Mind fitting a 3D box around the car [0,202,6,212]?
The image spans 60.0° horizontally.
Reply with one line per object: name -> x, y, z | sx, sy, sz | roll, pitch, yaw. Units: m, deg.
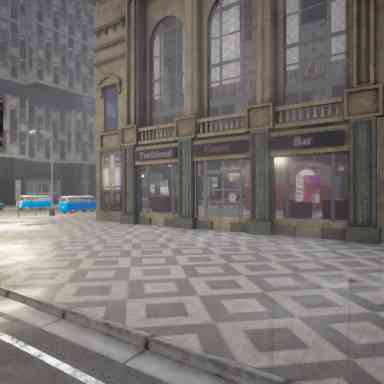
car -> -21.809, 1.512, 34.525 | 2.008, 1.369, 4.403 | 0, 0, 36

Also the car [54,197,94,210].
car -> -15.364, 1.465, 43.521 | 1.752, 1.417, 4.829 | 0, 0, 36

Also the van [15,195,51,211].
van -> -18.537, 1.291, 39.092 | 1.690, 1.788, 3.998 | 0, 0, 36

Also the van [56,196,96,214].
van -> -11.606, 1.282, 34.129 | 1.690, 1.788, 3.998 | 0, 0, 36
